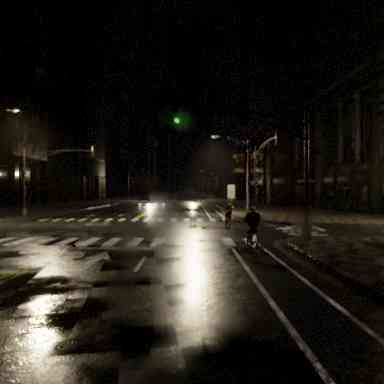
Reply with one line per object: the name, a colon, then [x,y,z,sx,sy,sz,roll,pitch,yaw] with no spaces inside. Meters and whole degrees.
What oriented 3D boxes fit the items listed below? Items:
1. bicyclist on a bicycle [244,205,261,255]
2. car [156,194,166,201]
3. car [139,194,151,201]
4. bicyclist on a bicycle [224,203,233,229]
bicyclist on a bicycle: [2.245,1.385,12.484,0.659,1.776,1.843,0,0,0]
car: [-6.486,1.147,69.544,1.837,1.490,4.892,0,0,0]
car: [-9.736,1.171,69.545,1.812,1.442,4.674,0,0,0]
bicyclist on a bicycle: [2.278,1.494,20.773,0.582,1.620,1.656,1,0,0]
